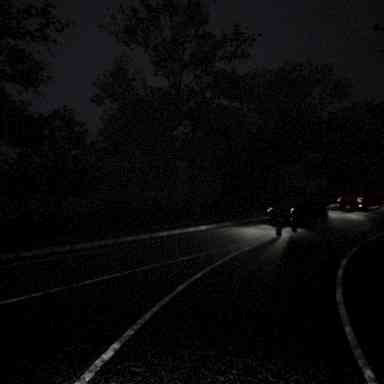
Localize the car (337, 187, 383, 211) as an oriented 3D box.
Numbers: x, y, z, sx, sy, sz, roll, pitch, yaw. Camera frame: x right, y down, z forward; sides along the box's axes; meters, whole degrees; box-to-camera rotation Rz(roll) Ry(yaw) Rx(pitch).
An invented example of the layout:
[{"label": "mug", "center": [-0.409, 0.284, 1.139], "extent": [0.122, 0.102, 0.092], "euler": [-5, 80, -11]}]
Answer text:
[{"label": "car", "center": [13.660, 0.441, 26.922], "extent": [4.553, 1.767, 2.097], "euler": [-5, 3, -39]}]

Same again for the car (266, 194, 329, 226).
[{"label": "car", "center": [6.545, 0.974, 20.569], "extent": [4.553, 1.767, 2.097], "euler": [-3, 3, -43]}]
